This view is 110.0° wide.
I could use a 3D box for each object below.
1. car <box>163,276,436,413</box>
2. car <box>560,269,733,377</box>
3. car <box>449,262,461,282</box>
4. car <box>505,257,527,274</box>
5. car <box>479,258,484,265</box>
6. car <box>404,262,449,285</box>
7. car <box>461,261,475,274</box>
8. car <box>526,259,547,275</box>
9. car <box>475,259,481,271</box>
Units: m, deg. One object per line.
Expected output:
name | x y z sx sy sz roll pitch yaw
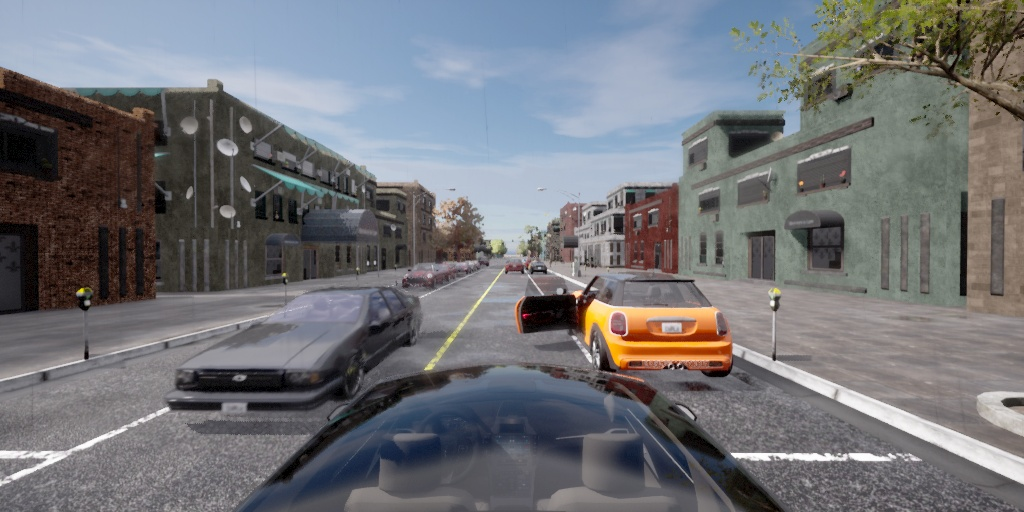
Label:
car | -3.072 1.296 6.645 2.033 1.411 5.357 0 0 0
car | 2.421 1.100 7.532 2.097 1.767 4.553 0 0 0
car | -5.544 1.287 28.517 1.888 1.381 4.507 0 0 0
car | 0.296 1.090 40.922 2.097 1.767 4.553 0 0 1
car | -5.428 1.317 50.710 1.802 1.307 4.207 0 0 0
car | -5.574 1.183 22.968 1.967 1.591 4.097 0 0 0
car | -5.486 1.320 39.613 1.802 1.307 4.207 0 0 0
car | 2.894 1.304 39.571 1.948 1.339 4.313 0 0 0
car | -5.458 1.287 45.161 2.007 1.370 4.403 0 0 0
